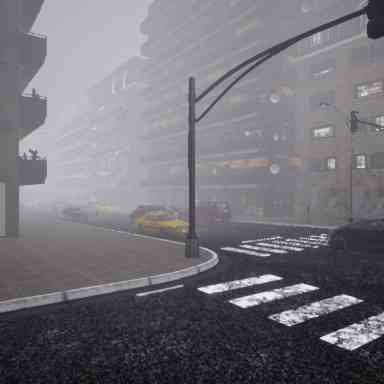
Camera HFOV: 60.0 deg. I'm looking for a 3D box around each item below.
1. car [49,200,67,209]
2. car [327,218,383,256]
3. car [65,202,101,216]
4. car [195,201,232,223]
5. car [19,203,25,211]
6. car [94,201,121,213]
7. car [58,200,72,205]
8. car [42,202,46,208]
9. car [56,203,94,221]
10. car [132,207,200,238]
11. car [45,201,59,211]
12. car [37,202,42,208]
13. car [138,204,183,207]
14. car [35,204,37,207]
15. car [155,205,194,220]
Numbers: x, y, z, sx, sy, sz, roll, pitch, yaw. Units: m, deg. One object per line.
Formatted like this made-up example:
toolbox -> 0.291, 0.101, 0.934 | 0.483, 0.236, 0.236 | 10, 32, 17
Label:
car -> -28.577, 2.623, 70.829 | 2.192, 1.841, 5.009 | -1, 0, -36
car -> 7.157, 1.651, 12.056 | 1.994, 1.385, 4.181 | 0, -1, -36
car -> -13.294, 2.267, 40.138 | 2.033, 1.411, 5.357 | 0, -1, -36
car -> 1.444, 1.713, 29.638 | 2.192, 1.841, 5.009 | -1, 0, -36
car -> -31.946, 2.770, 61.287 | 1.887, 1.381, 4.507 | -1, 0, -36
car -> -12.437, 2.290, 49.550 | 1.801, 1.575, 5.366 | 0, -1, -36
car -> -19.603, 2.530, 54.206 | 2.033, 1.411, 5.357 | 0, -1, -36
car -> -31.906, 2.973, 75.405 | 1.947, 1.339, 4.313 | -1, 0, -36
car -> -11.930, 2.163, 33.825 | 1.887, 1.381, 4.507 | -1, 0, -36
car -> -1.823, 1.833, 19.956 | 1.752, 1.417, 4.829 | -1, 0, -36
car -> -25.285, 2.755, 62.001 | 1.895, 1.301, 4.718 | 0, -1, -36
car -> -35.243, 3.049, 79.983 | 1.887, 1.381, 4.507 | -1, 0, -36
car -> -2.858, 1.751, 25.797 | 2.097, 1.767, 4.553 | 0, -1, -36
car -> -38.573, 3.168, 84.563 | 1.947, 1.339, 4.313 | -1, 0, -36
car -> -1.885, 2.045, 34.214 | 1.887, 1.381, 4.507 | -1, 0, -36
